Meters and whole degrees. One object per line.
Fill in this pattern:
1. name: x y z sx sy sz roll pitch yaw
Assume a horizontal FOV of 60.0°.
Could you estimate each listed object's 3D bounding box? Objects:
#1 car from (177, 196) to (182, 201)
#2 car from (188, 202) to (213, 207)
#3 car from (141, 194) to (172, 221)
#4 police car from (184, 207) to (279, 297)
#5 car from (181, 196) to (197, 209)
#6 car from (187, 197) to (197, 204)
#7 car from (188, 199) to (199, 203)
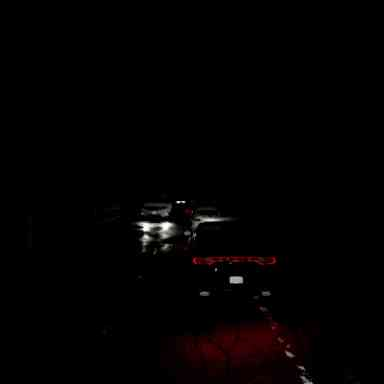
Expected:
1. car: -2.815 1.725 85.383 1.895 1.301 4.718 0 0 0
2. car: 0.811 1.531 18.635 1.812 1.442 4.674 0 0 0
3. car: -2.872 1.232 27.963 2.150 2.045 5.566 0 0 0
4. police car: 0.818 1.426 8.744 1.930 1.638 5.238 0 0 0
5. car: 0.003 1.524 46.107 2.128 1.511 4.902 0 0 0
6. car: -0.049 1.672 65.188 1.895 1.301 4.718 0 0 0
7. car: 0.806 1.513 24.634 1.837 1.490 4.892 0 0 0
